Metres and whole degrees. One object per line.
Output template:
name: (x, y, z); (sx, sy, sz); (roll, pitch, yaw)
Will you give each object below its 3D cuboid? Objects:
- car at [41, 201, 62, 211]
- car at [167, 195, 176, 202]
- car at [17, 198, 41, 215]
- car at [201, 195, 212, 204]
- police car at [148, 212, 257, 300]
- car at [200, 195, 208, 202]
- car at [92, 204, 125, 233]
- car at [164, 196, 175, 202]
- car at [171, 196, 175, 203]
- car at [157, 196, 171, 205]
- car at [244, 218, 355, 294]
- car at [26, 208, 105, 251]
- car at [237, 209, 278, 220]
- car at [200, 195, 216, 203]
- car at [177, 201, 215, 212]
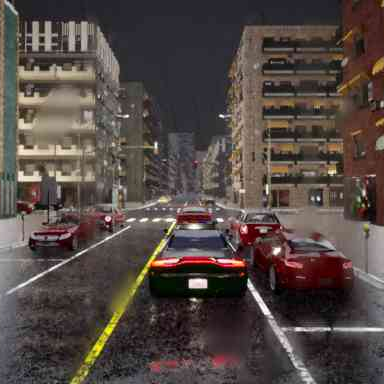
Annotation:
car: (-17.487, 1.590, 39.069); (4.313, 1.339, 1.947); (0, -1, 0)
car: (-5.022, 1.554, 80.534); (1.887, 1.381, 4.507); (1, 0, 0)
car: (-17.453, 1.240, 31.193); (5.009, 1.841, 2.192); (0, -1, 0)
car: (2.799, 1.449, 63.524); (1.967, 1.590, 4.097); (1, 0, 0)
police car: (0.127, 1.506, 8.518); (2.038, 1.542, 4.974); (0, 0, 0)
car: (2.859, 1.554, 80.537); (1.887, 1.381, 4.507); (1, 0, 0)
car: (-5.245, 1.444, 19.638); (1.967, 1.590, 4.097); (1, 0, 0)
car: (-5.042, 1.575, 74.864); (1.947, 1.339, 4.313); (1, 0, 0)
car: (-5.062, 1.534, 69.023); (1.752, 1.417, 4.829); (1, 0, 0)
car: (-5.103, 1.534, 57.681); (1.752, 1.417, 4.829); (1, 0, 0)
car: (2.603, 1.584, 8.534); (1.802, 1.307, 4.206); (1, 0, 0)
car: (-5.262, 1.585, 14.089); (1.802, 1.307, 4.206); (1, 0, 0)
car: (2.624, 1.443, 14.083); (1.967, 1.590, 4.097); (1, 0, 0)
car: (2.758, 1.559, 52.182); (2.008, 1.369, 4.403); (1, 0, 0)
car: (0.131, 1.482, 18.979); (1.882, 1.535, 5.008); (0, 0, 0)
